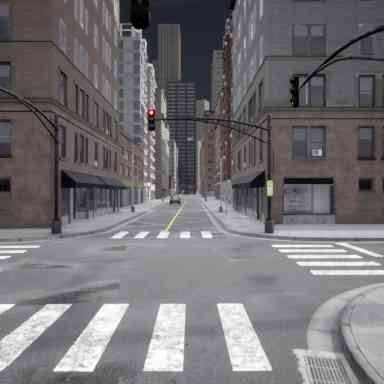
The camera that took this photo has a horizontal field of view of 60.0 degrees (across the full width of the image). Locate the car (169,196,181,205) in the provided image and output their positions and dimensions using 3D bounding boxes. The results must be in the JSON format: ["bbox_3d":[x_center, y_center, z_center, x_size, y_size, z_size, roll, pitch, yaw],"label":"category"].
[{"bbox_3d":[-2.987,1.457,59.698,1.882,1.535,5.008,0,0,0],"label":"car"}]
